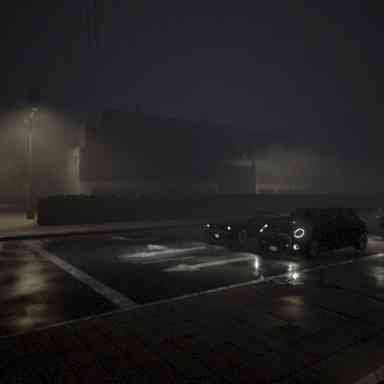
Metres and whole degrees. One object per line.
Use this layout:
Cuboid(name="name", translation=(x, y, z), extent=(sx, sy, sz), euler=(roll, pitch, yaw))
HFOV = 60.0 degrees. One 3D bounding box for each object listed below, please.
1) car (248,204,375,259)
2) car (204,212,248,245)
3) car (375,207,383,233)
Cuboid(name="car", translation=(4.631, 1.351, 12.660), extent=(4.553, 1.767, 2.097), euler=(0, 0, -34))
Cuboid(name="car", translation=(2.910, 1.600, 15.715), extent=(4.718, 1.301, 1.895), euler=(0, 0, -34))
Cuboid(name="car", translation=(12.099, 1.475, 17.769), extent=(5.008, 1.535, 1.882), euler=(0, 0, -35))
